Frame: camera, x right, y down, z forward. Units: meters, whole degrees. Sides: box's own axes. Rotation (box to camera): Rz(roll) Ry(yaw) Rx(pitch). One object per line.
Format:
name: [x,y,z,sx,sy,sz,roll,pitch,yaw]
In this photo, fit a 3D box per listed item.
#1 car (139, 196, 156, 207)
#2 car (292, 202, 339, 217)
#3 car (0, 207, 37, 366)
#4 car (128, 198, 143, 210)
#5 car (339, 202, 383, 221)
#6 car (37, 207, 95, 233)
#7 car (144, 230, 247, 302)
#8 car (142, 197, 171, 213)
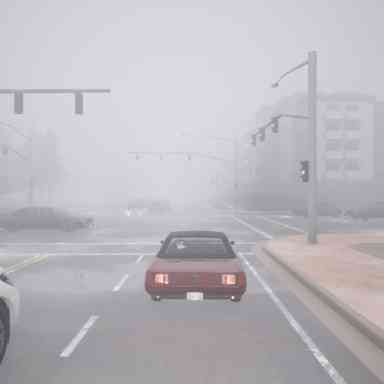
car: [-7.083,1.491,53.355,2.128,1.511,4.902,0,0,0]
car: [11.356,1.564,30.300,4.181,1.385,1.994,0,0,-2]
car: [-3.455,1.221,2.189,2.150,2.045,5.566,0,0,1]
car: [-7.084,1.477,43.450,1.882,1.535,5.008,0,0,0]
car: [15.283,1.547,27.011,5.357,1.411,2.033,0,0,-3]
car: [-8.475,1.548,19.111,5.357,1.411,2.033,0,0,0]
car: [0.132,1.601,8.246,1.895,1.301,4.718,0,0,2]
car: [-3.519,1.491,36.312,2.128,1.511,4.902,0,0,7]
